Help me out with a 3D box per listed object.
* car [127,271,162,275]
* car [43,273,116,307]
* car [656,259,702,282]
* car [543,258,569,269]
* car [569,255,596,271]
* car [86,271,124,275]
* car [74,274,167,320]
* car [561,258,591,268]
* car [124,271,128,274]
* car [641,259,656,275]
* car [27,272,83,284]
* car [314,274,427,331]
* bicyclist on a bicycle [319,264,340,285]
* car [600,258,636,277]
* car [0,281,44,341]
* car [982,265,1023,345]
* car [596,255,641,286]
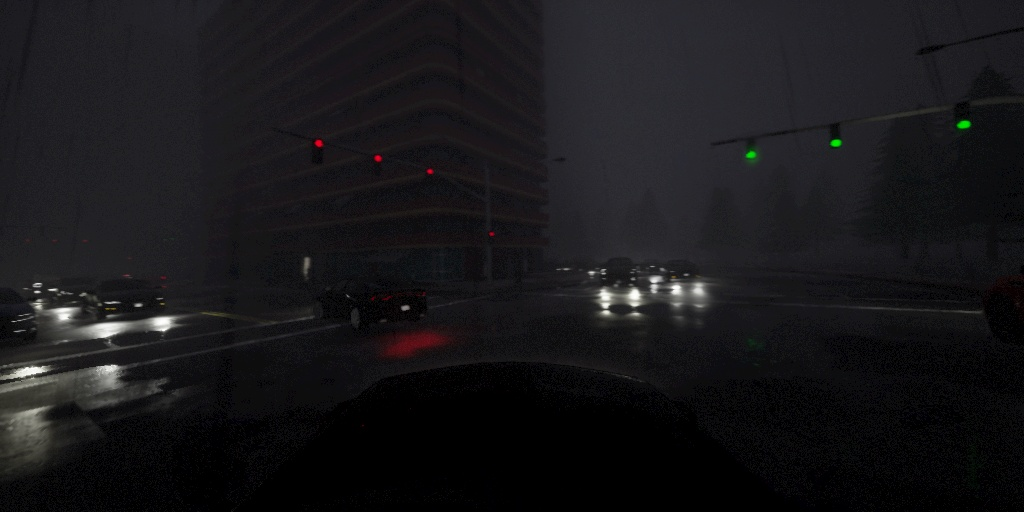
[{"bbox_3d":[-37.641,2.347,37.161,4.718,1.301,1.895,-2,0,34],"label":"car"},{"bbox_3d":[-24.395,1.908,20.194,4.892,1.490,1.837,-2,0,33],"label":"car"},{"bbox_3d":[11.040,0.942,23.671,1.994,1.385,4.181,-2,0,14],"label":"car"},{"bbox_3d":[5.637,1.042,51.264,2.033,1.411,5.357,-2,0,-27],"label":"car"},{"bbox_3d":[8.743,0.968,41.467,2.033,1.411,5.357,-2,0,-10],"label":"car"},{"bbox_3d":[-39.114,2.337,33.946,5.357,1.411,2.033,-2,0,33],"label":"car"},{"bbox_3d":[-16.406,1.696,15.081,4.892,1.490,1.837,-1,0,33],"label":"car"},{"bbox_3d":[9.177,0.998,51.966,1.895,1.301,4.718,-2,0,-24],"label":"car"},{"bbox_3d":[-45.465,2.459,42.110,4.892,1.490,1.837,-2,0,33],"label":"car"},{"bbox_3d":[12.657,0.925,32.280,1.895,1.301,4.718,-2,0,4],"label":"car"},{"bbox_3d":[-32.721,1.976,25.533,4.553,1.767,2.097,-2,0,33],"label":"car"},{"bbox_3d":[-4.691,1.339,11.555,5.008,1.535,1.882,-2,-1,44],"label":"car"},{"bbox_3d":[-14.177,1.417,27.875,0.582,1.620,1.656,-2,0,33],"label":"bicyclist on a bicycle"},{"bbox_3d":[9.102,0.970,31.320,2.033,1.411,5.357,-2,0,5],"label":"car"},{"bbox_3d":[-15.292,1.643,10.210,5.008,1.535,1.882,-2,0,33],"label":"car"},{"bbox_3d":[9.597,0.704,5.031,2.150,2.045,5.566,-2,0,32],"label":"car"},{"bbox_3d":[6.671,0.850,22.164,2.097,1.767,4.553,-2,0,19],"label":"car"}]
